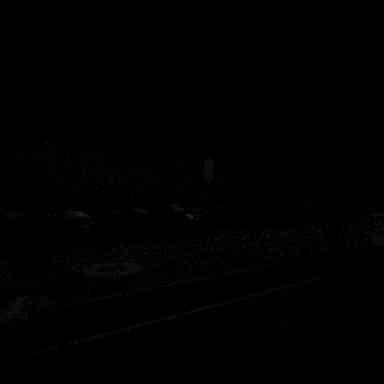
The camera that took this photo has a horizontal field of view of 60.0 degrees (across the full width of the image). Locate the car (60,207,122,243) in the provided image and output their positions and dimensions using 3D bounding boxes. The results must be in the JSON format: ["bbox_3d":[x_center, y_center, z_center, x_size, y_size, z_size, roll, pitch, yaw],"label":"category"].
[{"bbox_3d":[-5.919,1.532,16.146,4.674,1.452,2.002,-1,-1,34],"label":"car"}]

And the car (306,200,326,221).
[{"bbox_3d":[7.975,1.486,27.144,4.892,1.521,2.231,-1,0,31],"label":"car"}]

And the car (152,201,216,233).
[{"bbox_3d":[-1.250,1.359,19.744,4.553,1.767,2.185,-1,-1,33],"label":"car"}]

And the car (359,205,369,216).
[{"bbox_3d":[14.716,1.506,32.918,5.008,1.535,2.097,-1,-1,29],"label":"car"}]

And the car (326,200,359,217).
[{"bbox_3d":[12.470,1.496,30.986,5.008,1.535,2.097,0,-1,30],"label":"car"}]

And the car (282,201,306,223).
[{"bbox_3d":[5.699,1.484,25.254,4.892,1.521,2.231,-1,0,31],"label":"car"}]

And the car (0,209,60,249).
[{"bbox_3d":[-8.290,1.498,14.377,4.892,1.521,2.231,-1,0,34],"label":"car"}]

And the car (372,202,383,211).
[{"bbox_3d":[25.984,1.643,42.624,5.008,1.535,2.097,0,-1,29],"label":"car"}]

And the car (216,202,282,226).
[{"bbox_3d":[3.408,1.483,23.385,4.892,1.521,2.231,-1,0,32],"label":"car"}]

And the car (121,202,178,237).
[{"bbox_3d":[-3.560,1.487,17.918,5.008,1.535,2.097,-1,0,33],"label":"car"}]
